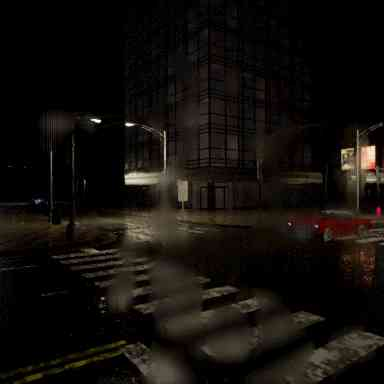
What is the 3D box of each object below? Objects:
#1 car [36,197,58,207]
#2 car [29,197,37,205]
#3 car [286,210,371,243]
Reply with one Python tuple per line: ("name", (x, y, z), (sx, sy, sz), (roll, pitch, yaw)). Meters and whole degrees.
("car", (-23.004, 1.713, 53.212), (1.895, 1.301, 4.718), (0, 0, -35))
("car", (-28.697, 1.691, 61.444), (2.033, 1.411, 5.357), (0, 0, -36))
("car", (6.799, 1.603, 16.443), (4.718, 1.301, 1.895), (0, 0, -35))
